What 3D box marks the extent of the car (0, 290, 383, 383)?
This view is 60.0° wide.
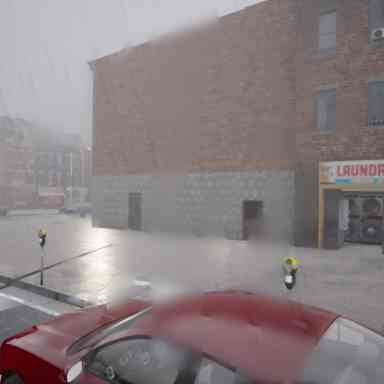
[{"bbox_3d":[0.137,1.544,2.700,4.507,1.381,1.887,0,1,36],"label":"car"}]

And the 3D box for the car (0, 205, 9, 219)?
[{"bbox_3d":[-19.333,1.722,30.198,2.128,1.511,4.902,1,0,36],"label":"car"}]

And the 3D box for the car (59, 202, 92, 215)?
[{"bbox_3d":[-12.857,1.924,39.225,2.033,1.411,5.357,1,0,36],"label":"car"}]
